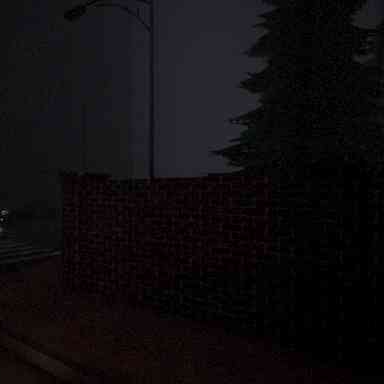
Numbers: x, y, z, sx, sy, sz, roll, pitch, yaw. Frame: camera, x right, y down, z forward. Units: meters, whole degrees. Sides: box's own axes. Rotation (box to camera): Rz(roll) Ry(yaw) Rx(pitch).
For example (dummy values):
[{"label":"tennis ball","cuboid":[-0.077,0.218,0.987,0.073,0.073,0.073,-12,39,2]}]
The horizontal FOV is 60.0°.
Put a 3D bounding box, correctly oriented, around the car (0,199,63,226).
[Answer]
[{"label":"car","cuboid":[-11.446,1.294,23.175,2.097,1.767,4.553,0,0,35]}]
